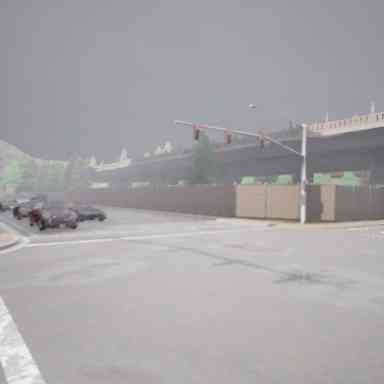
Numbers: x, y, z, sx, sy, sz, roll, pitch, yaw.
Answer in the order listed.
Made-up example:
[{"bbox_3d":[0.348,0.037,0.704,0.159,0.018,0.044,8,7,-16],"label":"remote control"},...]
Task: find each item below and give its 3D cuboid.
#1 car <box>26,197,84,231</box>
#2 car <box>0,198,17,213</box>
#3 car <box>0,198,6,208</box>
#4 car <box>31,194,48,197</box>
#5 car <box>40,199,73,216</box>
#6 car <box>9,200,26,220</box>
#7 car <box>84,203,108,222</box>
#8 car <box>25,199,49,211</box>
[{"bbox_3d":[-8.740,1.379,20.969,2.097,1.767,4.553,1,-1,-35],"label":"car"},{"bbox_3d":[-20.611,1.513,37.692,2.128,1.511,4.902,1,0,-35],"label":"car"},{"bbox_3d":[-29.531,1.584,50.408,1.812,1.442,4.674,1,-1,-35],"label":"car"},{"bbox_3d":[-27.252,1.346,59.469,2.150,2.045,5.566,1,-2,-35],"label":"car"},{"bbox_3d":[-14.233,1.570,34.745,2.128,1.511,4.902,1,-1,-35],"label":"car"},{"bbox_3d":[-13.744,1.589,28.011,1.994,1.385,4.181,1,-1,-35],"label":"car"},{"bbox_3d":[-8.603,1.628,26.815,2.033,1.411,5.357,1,-1,-35],"label":"car"},{"bbox_3d":[-19.958,1.641,42.820,1.994,1.385,4.181,1,-1,-36],"label":"car"}]
